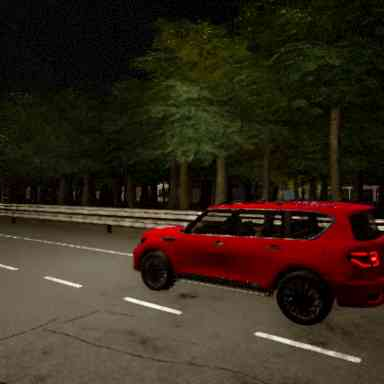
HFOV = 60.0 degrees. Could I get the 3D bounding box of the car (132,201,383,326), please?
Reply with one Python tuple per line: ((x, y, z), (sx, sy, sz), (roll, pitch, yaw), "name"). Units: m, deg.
((1.201, 1.224, 7.309), (5.566, 2.045, 2.150), (0, 0, 36), "car")
